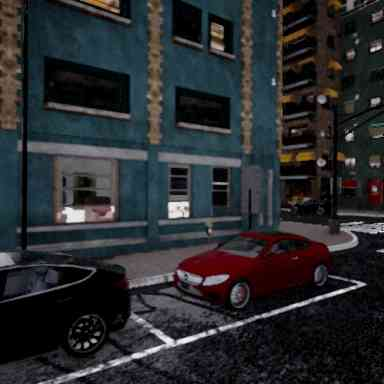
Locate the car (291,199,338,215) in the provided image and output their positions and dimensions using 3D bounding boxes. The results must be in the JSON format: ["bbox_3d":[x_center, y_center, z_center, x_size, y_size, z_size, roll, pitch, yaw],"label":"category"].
[{"bbox_3d":[11.254,1.325,30.669,1.947,1.339,4.313,1,0,-36],"label":"car"}]

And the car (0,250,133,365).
[{"bbox_3d":[-2.924,1.566,4.466,4.313,1.339,1.947,0,1,-35],"label":"car"}]

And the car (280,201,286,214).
[{"bbox_3d":[4.451,1.015,25.786,2.192,1.841,5.009,2,0,-36],"label":"car"}]

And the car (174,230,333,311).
[{"bbox_3d":[1.573,1.576,7.673,4.206,1.307,1.802,0,1,-35],"label":"car"}]

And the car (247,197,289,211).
[{"bbox_3d":[7.987,1.261,35.181,1.802,1.307,4.206,1,0,-36],"label":"car"}]
